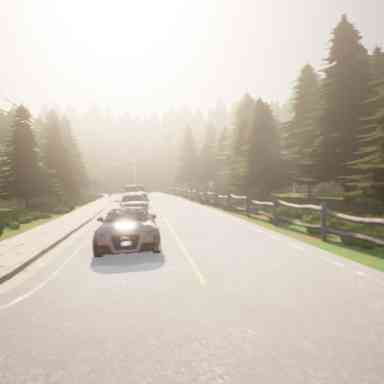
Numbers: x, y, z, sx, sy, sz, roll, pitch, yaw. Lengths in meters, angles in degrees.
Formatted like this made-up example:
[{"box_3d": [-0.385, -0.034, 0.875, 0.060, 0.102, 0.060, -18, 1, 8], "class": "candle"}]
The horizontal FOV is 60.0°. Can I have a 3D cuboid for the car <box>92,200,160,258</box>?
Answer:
[{"box_3d": [-2.183, 1.221, 11.370, 1.994, 1.385, 4.181, -2, 2, -9], "class": "car"}]

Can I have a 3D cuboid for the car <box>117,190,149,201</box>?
[{"box_3d": [-3.967, 0.852, 22.407, 1.837, 1.490, 4.892, -2, 2, -9], "class": "car"}]

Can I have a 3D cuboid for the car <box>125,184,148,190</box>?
[{"box_3d": [-5.386, 0.319, 31.338, 2.150, 2.045, 5.566, -3, 2, -10], "class": "car"}]

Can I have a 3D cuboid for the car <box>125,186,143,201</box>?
[{"box_3d": [-7.675, 0.101, 44.149, 2.097, 1.767, 4.553, -2, 2, -9], "class": "car"}]
